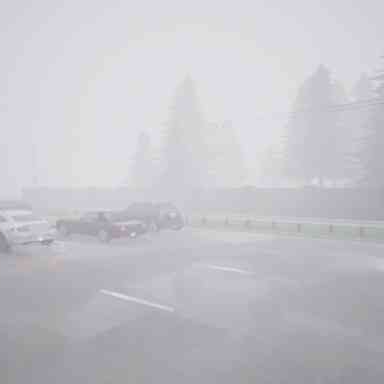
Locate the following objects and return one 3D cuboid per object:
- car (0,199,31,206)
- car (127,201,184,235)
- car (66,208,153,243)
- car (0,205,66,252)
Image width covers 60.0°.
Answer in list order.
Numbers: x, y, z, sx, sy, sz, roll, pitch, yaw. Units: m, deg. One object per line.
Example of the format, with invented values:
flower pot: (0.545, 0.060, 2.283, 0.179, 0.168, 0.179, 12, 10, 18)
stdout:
car: (-15.027, 1.360, 27.526, 4.892, 1.490, 1.837, 1, 0, 36)
car: (-2.716, 1.284, 18.755, 4.553, 1.767, 2.097, 0, 0, 36)
car: (-4.329, 1.536, 15.601, 4.718, 1.301, 1.895, 0, 0, 36)
car: (-7.398, 1.454, 13.501, 4.674, 1.442, 1.812, 1, 0, 36)
